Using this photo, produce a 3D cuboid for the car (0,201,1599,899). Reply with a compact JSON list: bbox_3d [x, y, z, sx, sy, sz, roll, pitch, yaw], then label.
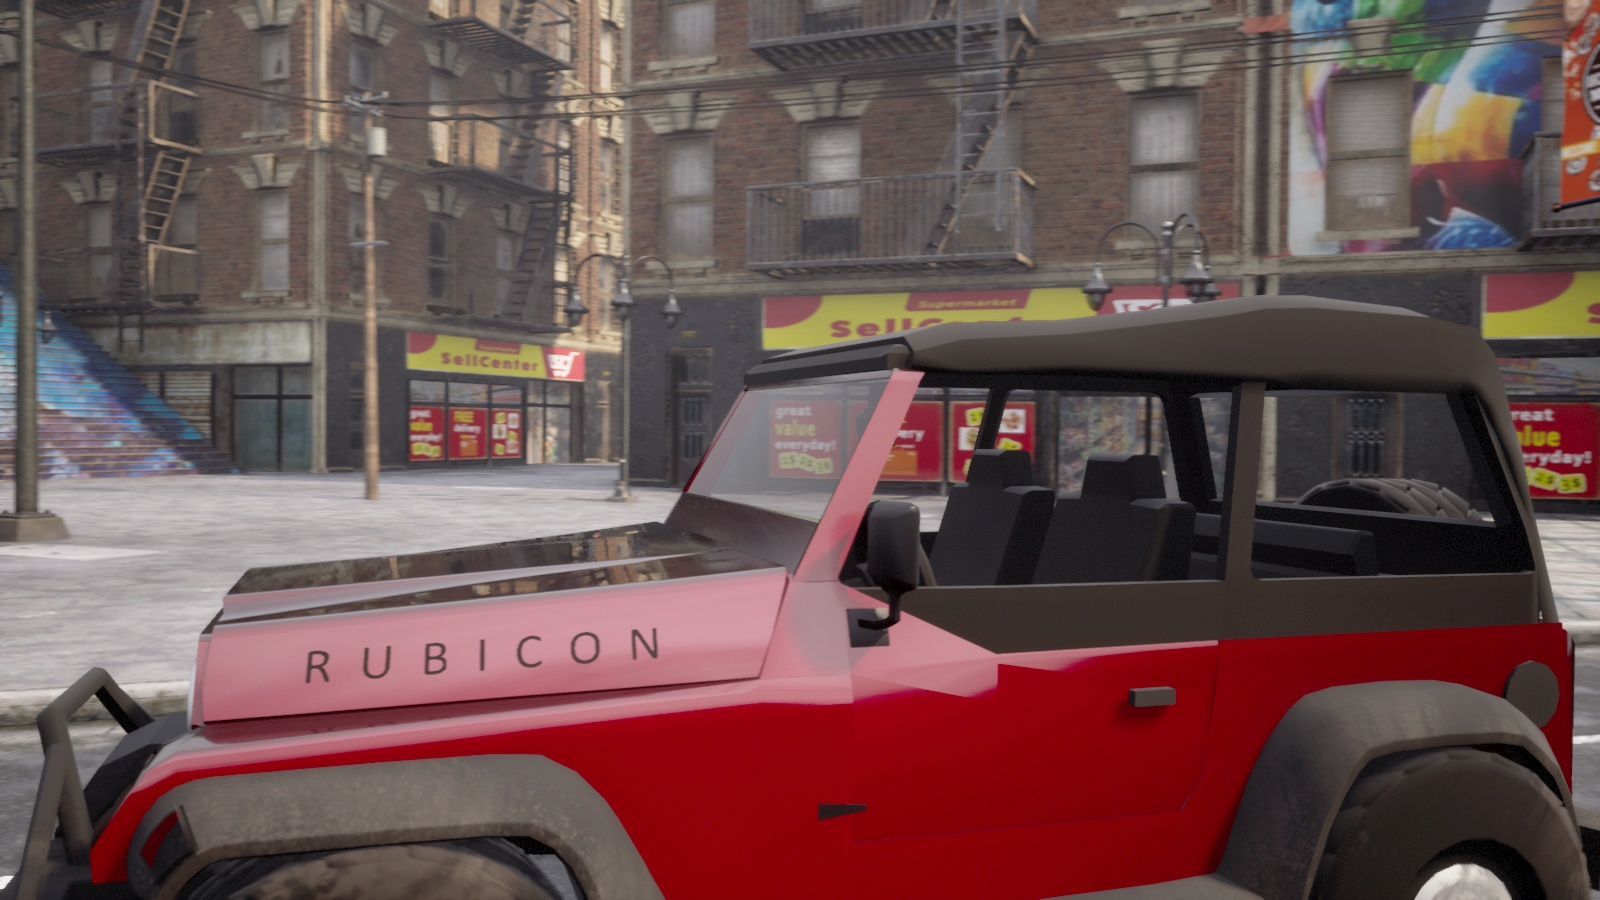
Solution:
[{"bbox_3d":[0.243,0.533,3.350,3.866,1.878,1.905,-1,1,-19],"label":"car"}]
